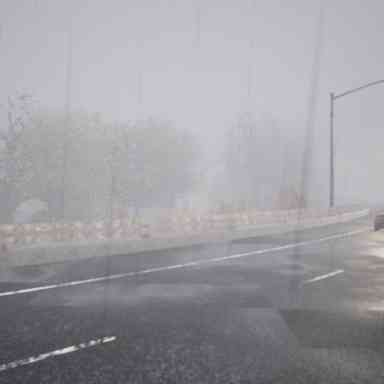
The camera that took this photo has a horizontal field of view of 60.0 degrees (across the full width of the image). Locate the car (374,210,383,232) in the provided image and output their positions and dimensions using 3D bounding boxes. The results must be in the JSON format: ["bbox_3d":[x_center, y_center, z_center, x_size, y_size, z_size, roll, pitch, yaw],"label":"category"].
[{"bbox_3d":[12.557,1.657,20.323,1.812,1.442,4.674,0,0,43],"label":"car"}]
